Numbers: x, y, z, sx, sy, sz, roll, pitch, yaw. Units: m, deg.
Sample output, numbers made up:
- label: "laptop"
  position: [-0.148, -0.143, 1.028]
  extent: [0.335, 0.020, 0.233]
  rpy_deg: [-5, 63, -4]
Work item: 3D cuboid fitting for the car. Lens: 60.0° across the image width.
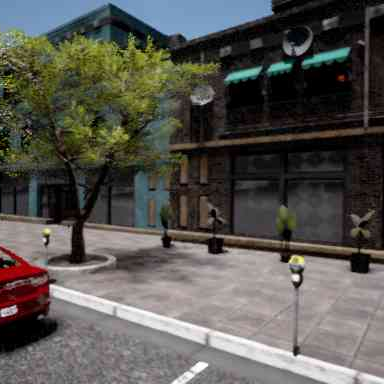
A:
- label: "car"
  position: [-4.389, 1.550, 5.993]
  extent: [4.507, 1.381, 1.887]
  rpy_deg: [0, 1, 36]
